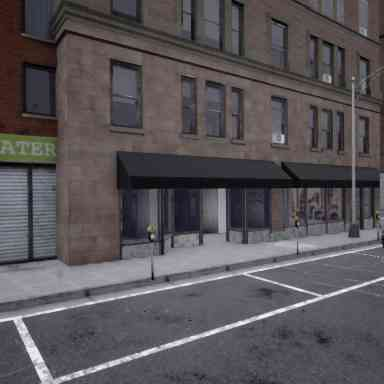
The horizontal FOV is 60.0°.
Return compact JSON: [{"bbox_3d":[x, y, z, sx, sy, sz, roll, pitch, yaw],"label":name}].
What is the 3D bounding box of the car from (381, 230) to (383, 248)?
[{"bbox_3d":[9.185,1.540,13.088,4.507,1.381,1.887,0,-1,-35],"label":"car"}]
